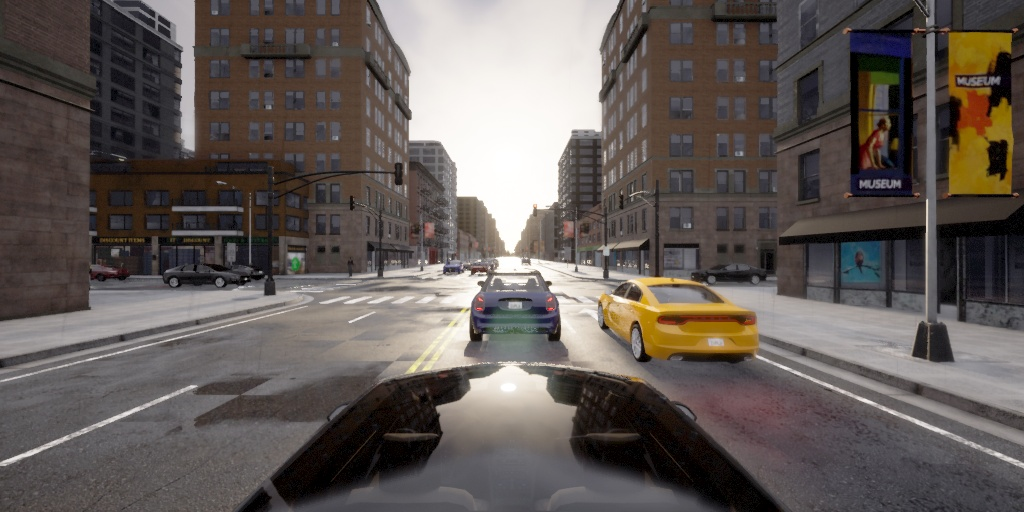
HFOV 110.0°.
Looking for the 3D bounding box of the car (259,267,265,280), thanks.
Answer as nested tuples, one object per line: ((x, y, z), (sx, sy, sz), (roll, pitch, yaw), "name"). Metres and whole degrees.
((-22.172, 1.330, 28.671), (4.313, 1.339, 1.948), (0, 0, 0), "car")

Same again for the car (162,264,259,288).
((-19.621, 1.248, 23.177), (4.892, 1.490, 1.837), (0, 0, 0), "car")

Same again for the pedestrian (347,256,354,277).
((-14.194, 0.920, 31.521), (0.375, 1.860, 0.375), (0, 0, 0), "pedestrian")

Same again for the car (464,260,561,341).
((0.076, 1.102, 10.009), (2.097, 1.767, 4.553), (0, 0, 0), "car")

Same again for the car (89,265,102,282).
((-30.409, 1.232, 23.214), (4.902, 1.511, 2.128), (0, 0, 0), "car")

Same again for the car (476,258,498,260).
((-3.428, 1.099, 48.226), (2.097, 1.767, 4.553), (0, 0, 0), "car")

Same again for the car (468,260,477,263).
((-3.415, 1.350, 39.319), (1.895, 1.301, 4.718), (0, 0, 0), "car")

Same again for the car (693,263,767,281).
((15.839, 1.268, 26.363), (5.008, 1.535, 1.882), (0, 0, 1), "car")

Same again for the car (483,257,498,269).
((-3.437, 1.096, 58.176), (2.097, 1.767, 4.553), (0, 0, 0), "car")

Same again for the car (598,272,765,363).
((3.314, 1.228, 8.209), (1.882, 1.535, 5.008), (0, 0, 1), "car")

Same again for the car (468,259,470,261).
((-6.671, 1.310, 50.287), (1.994, 1.385, 4.181), (0, 0, 1), "car")

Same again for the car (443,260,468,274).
((-6.665, 1.226, 41.293), (1.882, 1.535, 5.008), (0, 0, 0), "car")

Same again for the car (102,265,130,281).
((-33.194, 1.344, 28.707), (4.207, 1.307, 1.802), (0, 0, 0), "car")
